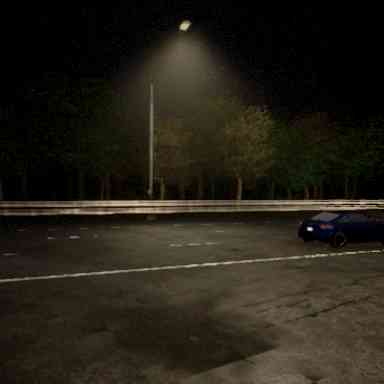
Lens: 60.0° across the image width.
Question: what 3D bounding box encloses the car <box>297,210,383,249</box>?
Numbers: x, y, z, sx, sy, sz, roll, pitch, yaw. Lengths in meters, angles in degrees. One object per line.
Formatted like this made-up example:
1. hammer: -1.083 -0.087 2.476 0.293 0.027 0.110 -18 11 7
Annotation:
1. car: 6.579 1.468 14.011 4.181 1.385 1.994 1 1 -21
